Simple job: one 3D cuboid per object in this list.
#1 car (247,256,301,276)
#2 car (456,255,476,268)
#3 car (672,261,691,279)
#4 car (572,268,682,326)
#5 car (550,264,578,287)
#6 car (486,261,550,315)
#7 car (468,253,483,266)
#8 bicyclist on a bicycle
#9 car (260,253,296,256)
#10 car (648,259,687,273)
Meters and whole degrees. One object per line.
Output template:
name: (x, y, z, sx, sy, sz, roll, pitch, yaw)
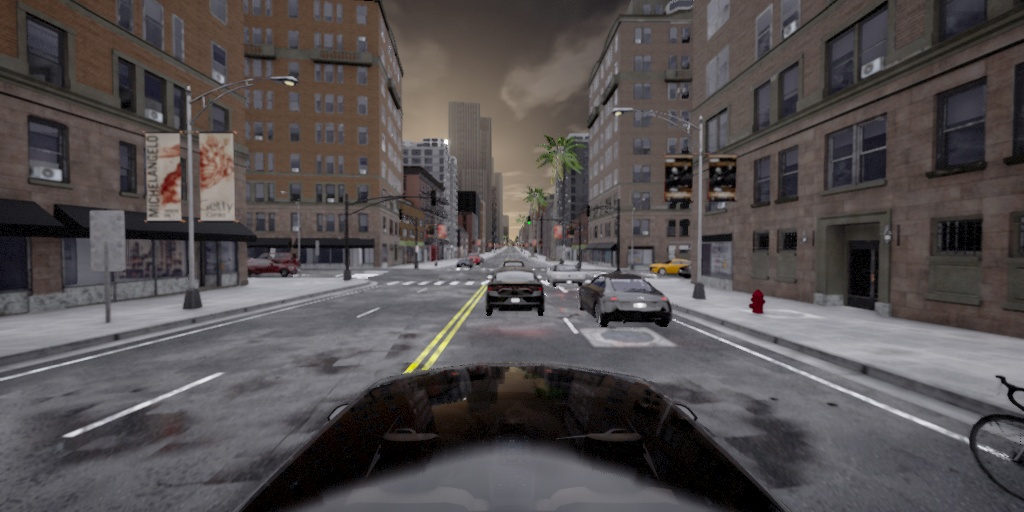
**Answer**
car: (-20.448, 0.937, 30.230, 4.674, 1.442, 1.812, 0, 1, -9)
car: (-6.585, 0.947, 50.464, 1.994, 1.385, 4.181, 0, 0, 0)
car: (16.213, 1.303, 30.059, 4.313, 1.339, 1.948, 0, 0, 0)
car: (3.342, 1.241, 11.346, 1.994, 1.385, 4.181, 0, 1, 0)
car: (3.314, 1.191, 22.861, 1.895, 1.301, 4.718, 0, 0, 0)
car: (0.103, 1.141, 13.140, 1.882, 1.535, 5.008, 0, 1, 0)
car: (-6.557, 0.530, 60.236, 2.150, 2.045, 5.566, 0, 0, 0)
bicyclist on a bicycle: (4.145, 1.198, 2.425, 0.582, 1.620, 1.656, 0, 0, 0)
car: (-23.888, 0.585, 35.558, 5.009, 1.841, 2.192, 0, 0, -9)
car: (16.330, 1.086, 35.996, 5.008, 1.535, 1.882, 0, 1, 0)
